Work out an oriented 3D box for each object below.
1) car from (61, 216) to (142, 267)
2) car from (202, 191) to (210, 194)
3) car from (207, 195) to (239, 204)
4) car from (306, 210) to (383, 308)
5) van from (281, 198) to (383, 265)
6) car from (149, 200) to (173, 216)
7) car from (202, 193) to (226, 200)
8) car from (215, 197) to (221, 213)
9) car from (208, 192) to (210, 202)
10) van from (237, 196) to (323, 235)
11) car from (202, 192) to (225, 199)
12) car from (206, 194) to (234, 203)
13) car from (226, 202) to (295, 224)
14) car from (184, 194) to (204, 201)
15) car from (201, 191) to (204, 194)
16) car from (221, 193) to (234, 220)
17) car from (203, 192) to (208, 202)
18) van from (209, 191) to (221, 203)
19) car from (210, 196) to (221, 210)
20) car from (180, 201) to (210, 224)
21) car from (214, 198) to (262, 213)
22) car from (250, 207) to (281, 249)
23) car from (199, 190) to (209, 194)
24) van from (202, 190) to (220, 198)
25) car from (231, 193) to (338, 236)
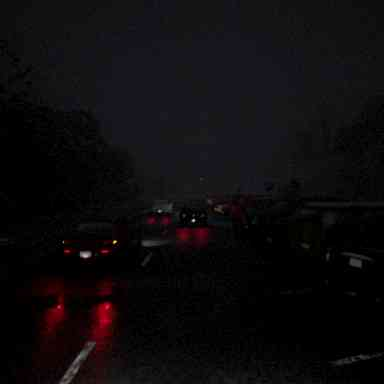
[{"bbox_3d":[-2.898,1.527,11.353,1.812,1.442,4.674,0,0,0],"label":"car"},{"bbox_3d":[4.905,1.158,57.597,5.366,1.575,1.946,0,1,-20],"label":"car"},{"bbox_3d":[5.104,1.236,54.693,4.792,1.488,2.163,0,1,-20],"label":"car"},{"bbox_3d":[5.044,1.364,6.926,4.553,1.767,2.185,1,0,-20],"label":"car"},{"bbox_3d":[5.183,1.266,9.961,4.442,1.987,1.878,1,0,-20],"label":"van"},{"bbox_3d":[-2.895,1.493,32.229,1.812,1.442,4.674,0,0,0],"label":"car"},{"bbox_3d":[5.086,0.954,75.551,5.008,1.535,2.097,1,1,-20],"label":"car"},{"bbox_3d":[5.047,1.495,30.794,4.792,1.488,2.163,1,1,-20],"label":"car"},{"bbox_3d":[5.049,1.207,45.721,4.553,1.767,2.185,1,1,-20],"label":"car"},{"bbox_3d":[4.968,1.264,18.822,4.442,1.987,1.878,1,0,-20],"label":"van"},{"bbox_3d":[5.255,0.901,81.584,5.366,1.575,1.946,1,0,-20],"label":"car"},{"bbox_3d":[5.074,1.162,60.646,4.674,1.452,2.002,1,1,-20],"label":"car"},{"bbox_3d":[5.070,1.525,24.837,4.674,1.452,2.002,1,0,-20],"label":"car"},{"bbox_3d":[0.105,1.380,41.909,2.128,1.511,4.902,0,1,0],"label":"car"},{"bbox_3d":[5.089,1.016,69.585,4.892,1.521,2.231,1,1,-20],"label":"car"},{"bbox_3d":[5.103,1.240,21.865,5.566,2.045,2.435,1,0,-20],"label":"car"},{"bbox_3d":[4.904,1.246,51.631,5.366,1.575,1.946,0,1,-20],"label":"car"},{"bbox_3d":[4.971,1.144,42.692,4.442,1.987,1.878,1,1,-20],"label":"van"},{"bbox_3d":[4.903,1.443,33.721,5.366,1.575,1.946,1,1,-20],"label":"car"},{"bbox_3d":[0.104,1.597,24.296,1.895,1.301,4.718,0,0,0],"label":"car"},{"bbox_3d":[5.102,1.459,36.791,4.792,1.488,2.163,1,0,-20],"label":"car"},{"bbox_3d":[5.066,1.492,12.901,4.892,1.521,2.231,1,0,-20],"label":"car"},{"bbox_3d":[5.109,0.731,72.584,5.566,2.045,2.435,1,0,-20],"label":"car"},{"bbox_3d":[4.976,0.629,87.438,4.442,1.987,1.878,1,1,-20],"label":"van"},{"bbox_3d":[5.051,1.239,15.869,5.566,2.045,2.435,1,0,-20],"label":"car"}]
